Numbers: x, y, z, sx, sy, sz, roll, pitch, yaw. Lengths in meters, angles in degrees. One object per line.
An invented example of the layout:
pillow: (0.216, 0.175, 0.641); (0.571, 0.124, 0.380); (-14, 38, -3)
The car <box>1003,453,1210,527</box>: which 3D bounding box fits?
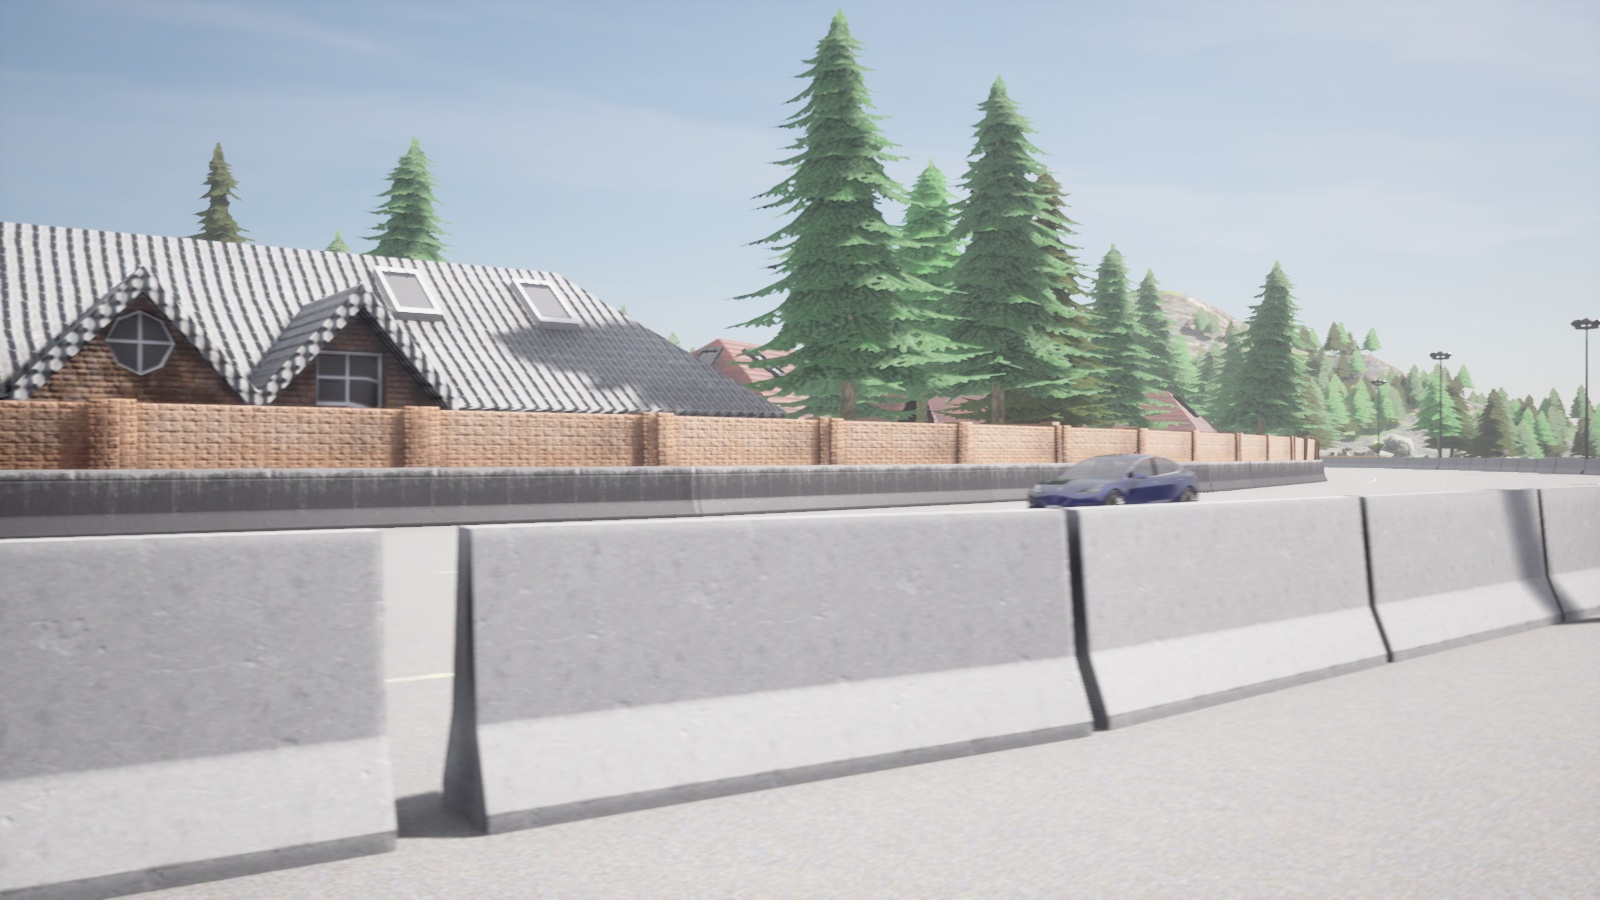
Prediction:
car: (6.797, 0.803, 27.514); (4.792, 1.488, 2.163); (0, 0, -44)
